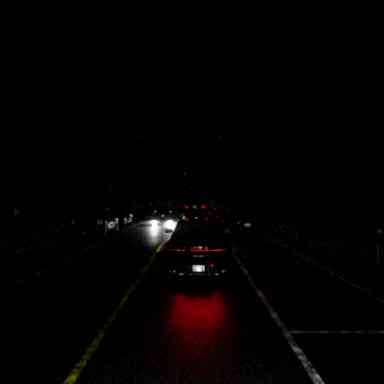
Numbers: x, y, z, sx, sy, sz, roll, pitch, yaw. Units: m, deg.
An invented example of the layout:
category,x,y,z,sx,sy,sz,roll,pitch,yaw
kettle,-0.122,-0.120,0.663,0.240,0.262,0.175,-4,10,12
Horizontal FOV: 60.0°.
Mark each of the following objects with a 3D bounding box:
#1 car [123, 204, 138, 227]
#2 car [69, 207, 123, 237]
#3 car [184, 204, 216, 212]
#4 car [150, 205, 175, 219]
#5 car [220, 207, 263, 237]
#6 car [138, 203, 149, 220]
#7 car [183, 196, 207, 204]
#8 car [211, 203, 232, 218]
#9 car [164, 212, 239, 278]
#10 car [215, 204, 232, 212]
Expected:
category,x,y,z,sx,sy,sz,roll,pitch,yaw
car,-5.563,1.823,24.888,1.947,1.339,4.313,-1,-1,1
car,-5.614,1.640,19.384,1.967,1.590,4.097,-1,-1,1
car,0.286,1.783,22.736,2.033,1.411,5.357,0,-1,0
car,-2.715,1.949,33.420,1.895,1.301,4.718,0,-1,1
car,2.913,1.767,19.308,1.947,1.339,4.313,-1,-1,1
car,-5.515,1.866,30.393,2.008,1.369,4.403,-1,-1,1
car,0.285,1.569,33.343,2.150,2.045,5.566,0,-1,1
car,3.059,1.919,35.822,1.887,1.381,4.507,-1,-1,1
car,0.186,1.616,10.546,1.837,1.490,4.892,0,0,0
car,2.961,1.803,24.812,1.887,1.381,4.507,-1,-1,1
